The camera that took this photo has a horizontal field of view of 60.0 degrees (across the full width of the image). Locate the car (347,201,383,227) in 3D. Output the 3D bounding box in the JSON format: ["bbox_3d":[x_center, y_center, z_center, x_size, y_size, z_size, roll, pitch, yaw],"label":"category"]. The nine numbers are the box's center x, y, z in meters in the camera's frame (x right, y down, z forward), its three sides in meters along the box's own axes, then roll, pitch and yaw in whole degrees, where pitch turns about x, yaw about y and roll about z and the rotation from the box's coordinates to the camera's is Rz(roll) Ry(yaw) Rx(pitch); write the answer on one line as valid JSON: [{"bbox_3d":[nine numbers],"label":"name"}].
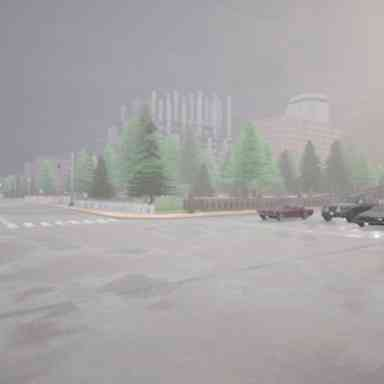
[{"bbox_3d":[12.701,1.534,21.621,5.357,1.411,2.033,0,0,-35],"label":"car"}]

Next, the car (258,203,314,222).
[{"bbox_3d":[7.530,1.593,26.572,4.718,1.301,1.895,0,0,-34],"label":"car"}]

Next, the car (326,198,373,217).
[{"bbox_3d":[15.189,1.423,31.981,5.008,1.535,1.882,-1,1,-35],"label":"car"}]

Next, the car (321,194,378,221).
[{"bbox_3d":[12.362,1.206,25.666,5.566,2.045,2.150,0,0,-35],"label":"car"}]
